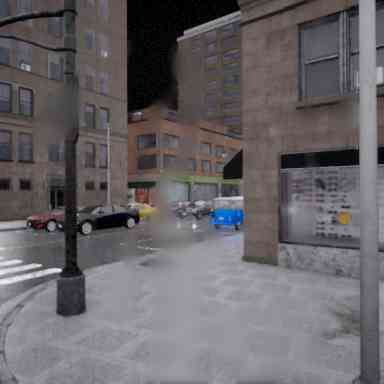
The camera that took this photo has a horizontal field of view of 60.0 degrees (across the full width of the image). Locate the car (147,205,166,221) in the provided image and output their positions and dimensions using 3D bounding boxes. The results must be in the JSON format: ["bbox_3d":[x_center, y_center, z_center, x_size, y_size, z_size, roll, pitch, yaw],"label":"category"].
[{"bbox_3d":[-4.359,1.416,24.159,1.752,1.417,4.829,0,1,36],"label":"car"}]

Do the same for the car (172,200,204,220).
[{"bbox_3d":[0.804,1.349,26.584,1.812,1.442,4.674,-1,0,36],"label":"car"}]

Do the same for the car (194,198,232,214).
[{"bbox_3d":[2.198,1.367,33.185,1.802,1.307,4.206,0,1,36],"label":"car"}]

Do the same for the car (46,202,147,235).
[{"bbox_3d":[-5.089,1.397,18.490,1.882,1.535,5.008,-1,0,35],"label":"car"}]

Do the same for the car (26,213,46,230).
[{"bbox_3d":[-7.488,1.486,19.854,1.887,1.381,4.507,0,1,36],"label":"car"}]

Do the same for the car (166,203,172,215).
[{"bbox_3d":[-1.030,1.419,28.742,1.802,1.307,4.206,0,1,36],"label":"car"}]

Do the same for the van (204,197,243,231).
[{"bbox_3d":[2.657,1.169,19.300,1.690,1.788,3.998,0,1,36],"label":"van"}]

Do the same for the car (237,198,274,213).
[{"bbox_3d":[6.729,1.330,34.726,1.895,1.301,4.718,-1,0,36],"label":"car"}]
